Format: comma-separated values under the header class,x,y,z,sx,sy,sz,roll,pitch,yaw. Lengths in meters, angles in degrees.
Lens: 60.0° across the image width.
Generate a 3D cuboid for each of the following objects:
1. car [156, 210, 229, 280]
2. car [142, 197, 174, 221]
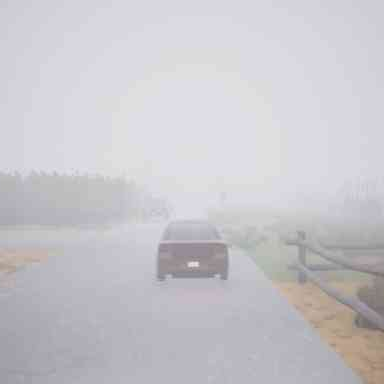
class,x,y,z,sx,sy,sz,roll,pitch,yaw
car,-0.040,1.567,10.321,1.882,1.535,5.008,0,0,-2
car,-3.172,1.485,30.547,2.150,2.045,5.566,0,0,0
